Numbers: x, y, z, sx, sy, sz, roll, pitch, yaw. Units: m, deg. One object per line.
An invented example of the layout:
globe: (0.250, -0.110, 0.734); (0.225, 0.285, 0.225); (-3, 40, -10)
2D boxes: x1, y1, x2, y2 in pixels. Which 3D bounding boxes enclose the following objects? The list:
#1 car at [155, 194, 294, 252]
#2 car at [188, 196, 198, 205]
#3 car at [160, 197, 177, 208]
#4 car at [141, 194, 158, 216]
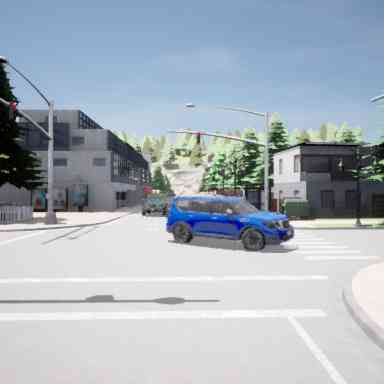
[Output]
car: (1.389, 1.213, 14.186); (5.566, 2.045, 2.150); (0, 1, 35)
car: (0.189, 1.505, 59.596); (1.837, 1.490, 4.892); (0, 0, 0)
car: (-3.516, 1.491, 50.161); (2.128, 1.511, 4.902); (0, 0, 0)
car: (-3.553, 1.222, 32.741); (2.150, 2.045, 5.566); (0, 0, 0)
